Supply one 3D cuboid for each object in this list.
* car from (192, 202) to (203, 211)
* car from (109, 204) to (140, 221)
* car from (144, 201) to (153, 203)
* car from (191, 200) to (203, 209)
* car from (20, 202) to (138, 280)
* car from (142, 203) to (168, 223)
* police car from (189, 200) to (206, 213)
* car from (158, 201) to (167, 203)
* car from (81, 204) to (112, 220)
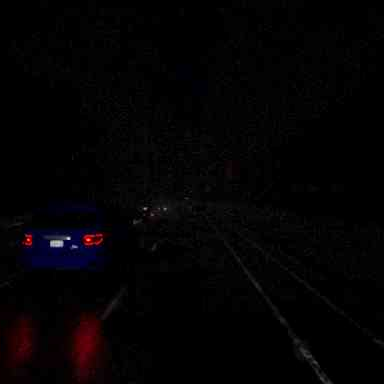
[{"bbox_3d":[0.955,2.389,57.422,1.812,1.442,4.674,0,-1,0],"label":"car"},{"bbox_3d":[-6.611,1.994,33.150,2.033,1.411,5.357,0,-1,0],"label":"car"},{"bbox_3d":[-9.778,2.698,75.181,2.128,1.511,4.902,0,-1,0],"label":"car"},{"bbox_3d":[0.951,2.335,63.397,2.097,1.767,4.553,0,-1,0],"label":"car"},{"bbox_3d":[-3.156,1.332,10.438,2.150,2.045,5.566,0,-1,0],"label":"car"},{"bbox_3d":[-3.163,1.926,29.140,2.033,1.411,5.357,0,-1,0],"label":"car"},{"bbox_3d":[0.958,2.114,47.534,1.930,1.638,5.238,0,-1,0],"label":"police car"},{"bbox_3d":[-6.527,2.674,73.791,2.128,1.511,4.902,0,-1,0],"label":"car"},{"bbox_3d":[-9.857,2.034,34.545,1.994,1.385,4.181,0,-1,0],"label":"car"}]
